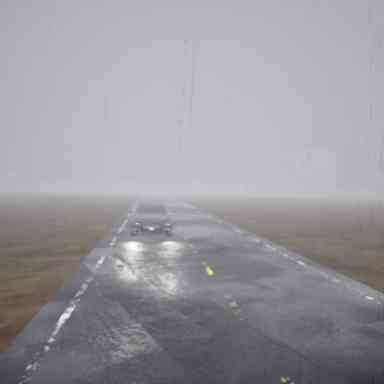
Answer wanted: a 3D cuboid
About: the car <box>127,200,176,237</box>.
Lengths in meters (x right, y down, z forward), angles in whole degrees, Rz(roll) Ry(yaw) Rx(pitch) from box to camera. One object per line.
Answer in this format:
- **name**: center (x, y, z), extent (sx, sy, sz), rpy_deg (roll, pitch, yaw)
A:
- **car**: center (-1.967, 1.201, 16.083), extent (1.837, 1.490, 4.892), rpy_deg (1, 1, -7)
